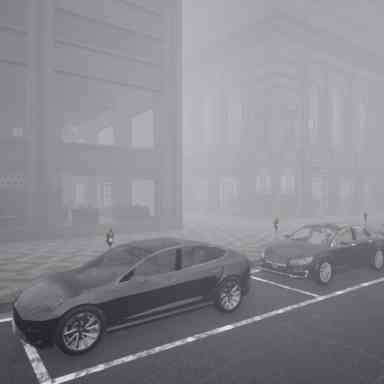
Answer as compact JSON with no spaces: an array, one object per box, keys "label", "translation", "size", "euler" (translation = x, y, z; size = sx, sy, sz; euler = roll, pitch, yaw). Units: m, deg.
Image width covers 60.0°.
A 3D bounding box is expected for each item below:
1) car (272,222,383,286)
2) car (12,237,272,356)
[{"label":"car","translation":[3.791,1.551,9.333],"size":[4.403,1.369,2.008],"euler":[0,0,-35]},{"label":"car","translation":[-0.805,1.566,6.071],"size":[4.313,1.339,1.947],"euler":[0,0,-35]}]
